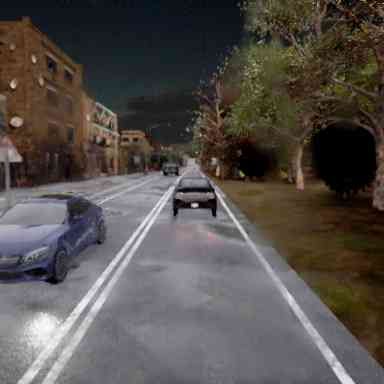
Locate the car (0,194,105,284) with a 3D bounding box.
[{"bbox_3d":[-3.347,0.838,7.753,1.812,1.442,4.674,0,6,0],"label":"car"}]

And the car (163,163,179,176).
[{"bbox_3d":[-3.180,-3.488,51.158,2.150,2.045,5.566,0,5,1],"label":"car"}]

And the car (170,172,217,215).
[{"bbox_3d":[0.112,0.059,15.260,2.128,1.511,4.902,0,6,0],"label":"car"}]
